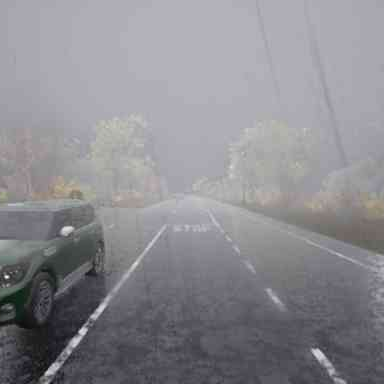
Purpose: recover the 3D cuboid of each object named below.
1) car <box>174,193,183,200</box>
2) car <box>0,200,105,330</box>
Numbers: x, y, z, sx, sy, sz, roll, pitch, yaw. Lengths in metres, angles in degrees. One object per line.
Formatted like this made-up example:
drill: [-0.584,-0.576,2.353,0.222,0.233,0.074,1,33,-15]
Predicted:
car: [-3.616,1.188,92.171,2.150,2.045,5.566,0,0,3]
car: [-3.510,1.223,7.249,2.150,2.045,5.566,0,0,0]
